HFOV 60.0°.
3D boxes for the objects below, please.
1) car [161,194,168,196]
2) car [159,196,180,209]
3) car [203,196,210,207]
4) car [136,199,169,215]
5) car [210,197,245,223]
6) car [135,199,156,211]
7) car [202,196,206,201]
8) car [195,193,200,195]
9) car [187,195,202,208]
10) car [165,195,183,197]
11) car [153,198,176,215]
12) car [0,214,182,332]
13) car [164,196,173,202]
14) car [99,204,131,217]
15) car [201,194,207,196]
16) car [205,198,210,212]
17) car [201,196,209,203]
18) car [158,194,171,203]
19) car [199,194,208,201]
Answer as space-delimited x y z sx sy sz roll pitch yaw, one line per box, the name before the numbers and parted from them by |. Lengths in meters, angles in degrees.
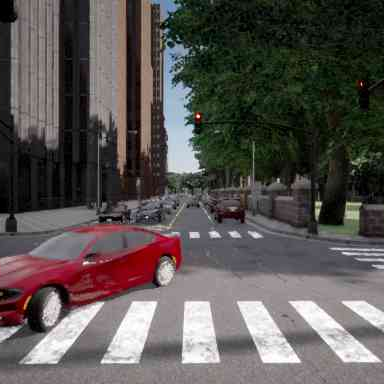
car | -5.685 1.635 63.423 1.802 1.307 4.206 0 0 0
car | -3.038 1.595 43.952 1.994 1.385 4.181 0 0 0
car | 2.814 1.579 41.592 2.008 1.369 4.403 0 0 0
car | -3.075 1.516 25.496 1.837 1.490 4.892 0 0 1
car | 2.794 1.326 25.223 2.192 1.841 5.009 0 0 0
car | -5.711 1.579 41.595 2.008 1.369 4.403 0 0 0
car | 2.820 1.586 47.049 2.008 1.369 4.403 0 0 0
car | 0.181 1.551 69.291 2.128 1.511 4.902 0 0 0
car | 0.170 1.586 50.259 2.033 1.411 5.357 0 0 0
car | -2.988 1.590 54.096 2.033 1.411 5.357 0 0 0
car | -3.056 1.622 34.751 1.895 1.301 4.718 0 0 0
car | -2.197 1.489 7.244 1.882 1.535 5.008 -1 0 33
car | -5.665 1.621 79.795 1.887 1.381 4.507 0 0 0
car | -5.731 1.577 25.224 1.947 1.339 4.313 0 0 0
car | 2.827 1.481 52.505 1.967 1.590 4.097 0 0 0
car | 2.807 1.588 36.136 1.947 1.339 4.313 0 0 0
car | 2.854 1.593 74.501 1.752 1.417 4.829 0 0 0
car | -5.678 1.375 68.881 2.192 1.841 5.009 0 0 0
car | 2.866 1.400 85.245 2.192 1.841 5.009 0 0 0
